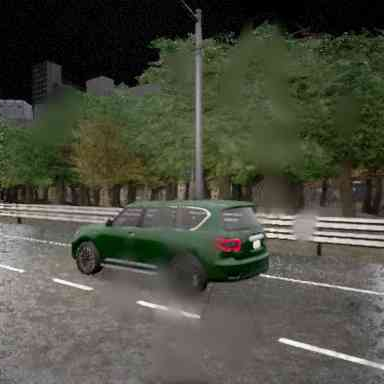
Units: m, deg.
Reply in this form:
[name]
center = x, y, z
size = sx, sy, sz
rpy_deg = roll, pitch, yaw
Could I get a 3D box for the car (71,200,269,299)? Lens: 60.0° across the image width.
[car]
center = -0.787, 1.225, 8.729
size = 5.566, 2.045, 2.150
rpy_deg = 0, 0, 36
